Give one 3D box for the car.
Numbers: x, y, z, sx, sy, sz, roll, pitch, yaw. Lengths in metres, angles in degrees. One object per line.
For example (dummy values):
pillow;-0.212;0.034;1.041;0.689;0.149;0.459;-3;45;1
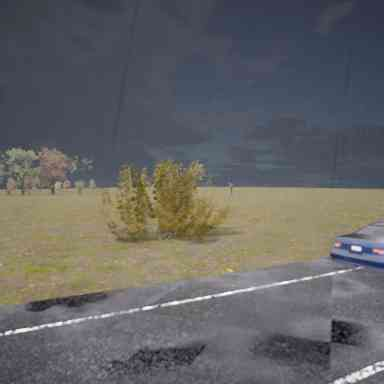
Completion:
car;6.580;1.551;10.078;5.357;1.411;2.033;0;0;-29
